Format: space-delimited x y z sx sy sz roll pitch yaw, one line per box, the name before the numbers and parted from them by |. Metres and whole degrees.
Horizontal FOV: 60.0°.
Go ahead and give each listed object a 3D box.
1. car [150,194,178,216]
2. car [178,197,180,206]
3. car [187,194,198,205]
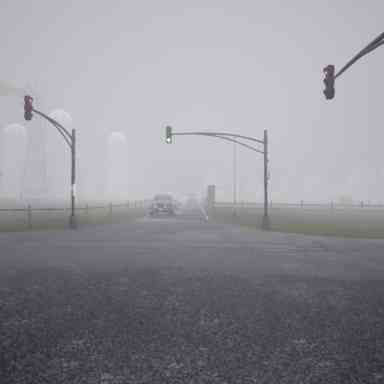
car | -2.862 1.260 33.285 2.150 2.045 5.566 0 0 0
car | -2.844 1.578 43.251 1.812 1.442 4.674 0 0 0
car | 0.017 1.588 63.178 1.837 1.490 4.892 0 0 0
